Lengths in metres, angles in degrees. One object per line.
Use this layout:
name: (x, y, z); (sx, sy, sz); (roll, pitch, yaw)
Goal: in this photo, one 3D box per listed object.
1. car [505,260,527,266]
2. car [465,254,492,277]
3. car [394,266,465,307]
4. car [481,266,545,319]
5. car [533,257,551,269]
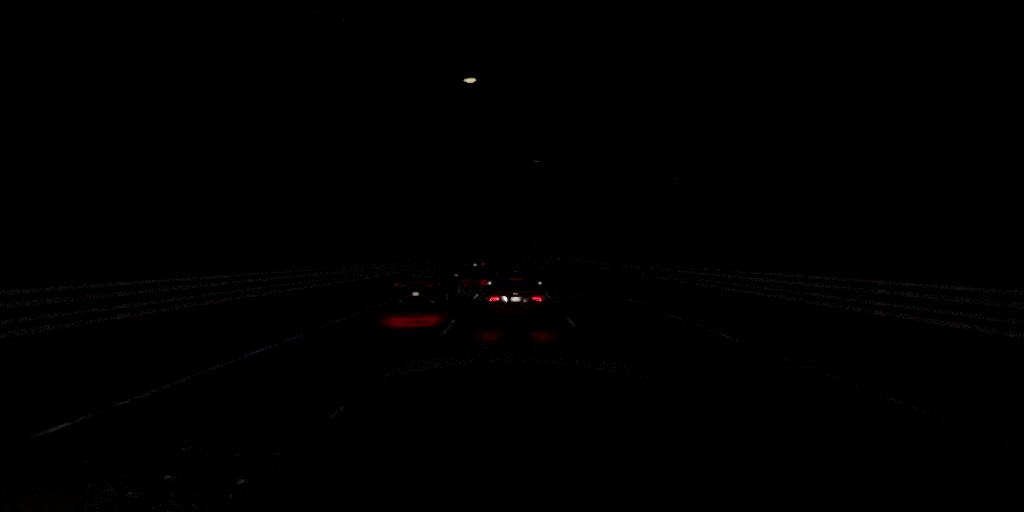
car: (0.370, 1.157, 34.653); (1.837, 1.490, 4.892); (0, 0, 1)
car: (-3.148, 0.873, 34.042); (2.150, 2.045, 5.566); (0, 0, 1)
car: (-3.386, 1.173, 15.115); (1.882, 1.535, 5.008); (0, 0, 0)
car: (0.104, 1.252, 12.587); (2.033, 1.411, 5.357); (0, 0, 0)
car: (4.283, 1.217, 51.324); (1.994, 1.385, 4.181); (0, 0, 2)
